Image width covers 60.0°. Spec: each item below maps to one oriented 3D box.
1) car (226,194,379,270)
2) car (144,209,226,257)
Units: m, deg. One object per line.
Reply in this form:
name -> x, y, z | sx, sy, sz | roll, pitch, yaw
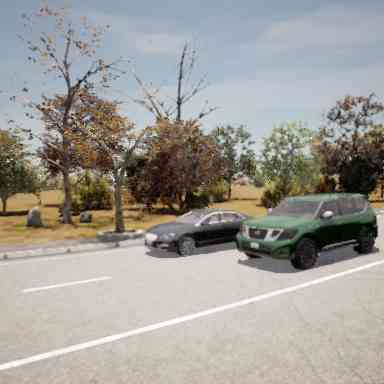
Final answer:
car -> 4.047, 1.119, 11.165 | 5.566, 2.045, 2.150 | -2, 1, -35
car -> 0.516, 1.431, 12.948 | 4.902, 1.511, 2.128 | -2, 1, -35
